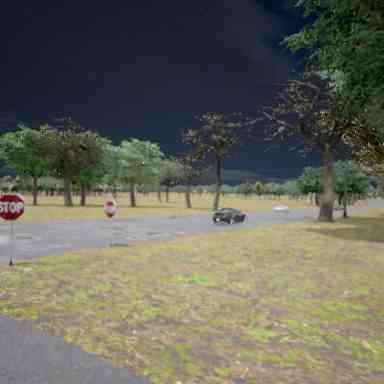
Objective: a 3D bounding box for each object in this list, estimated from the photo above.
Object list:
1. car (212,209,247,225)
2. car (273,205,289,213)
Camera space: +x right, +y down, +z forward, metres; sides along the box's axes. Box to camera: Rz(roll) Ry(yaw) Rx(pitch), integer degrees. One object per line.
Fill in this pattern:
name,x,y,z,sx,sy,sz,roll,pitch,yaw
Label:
car,3.891,2.457,33.628,1.837,1.490,4.892,2,-1,36
car,17.342,3.238,64.302,1.812,1.442,4.674,2,0,36
